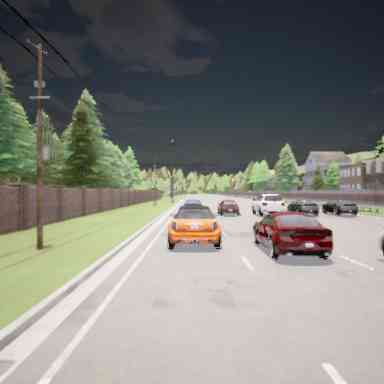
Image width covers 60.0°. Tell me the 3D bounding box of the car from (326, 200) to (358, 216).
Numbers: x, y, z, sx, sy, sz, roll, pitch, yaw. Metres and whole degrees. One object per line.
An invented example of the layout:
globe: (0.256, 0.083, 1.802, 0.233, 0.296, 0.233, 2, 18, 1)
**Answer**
car: (14.098, 1.487, 32.005, 2.128, 1.511, 4.902, 0, 0, 0)

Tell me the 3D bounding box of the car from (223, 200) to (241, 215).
car: (3.598, 1.522, 33.158, 1.812, 1.442, 4.674, 0, 0, 0)

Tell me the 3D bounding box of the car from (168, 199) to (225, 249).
car: (0.098, 1.350, 14.772, 2.097, 1.767, 4.553, 0, 0, 0)

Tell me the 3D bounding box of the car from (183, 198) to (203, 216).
car: (0.097, 1.474, 33.670, 1.882, 1.535, 5.008, 0, 0, 0)

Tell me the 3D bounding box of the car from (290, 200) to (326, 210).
car: (10.598, 1.488, 32.009, 2.128, 1.511, 4.902, 0, 0, 0)

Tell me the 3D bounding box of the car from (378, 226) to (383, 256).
car: (7.099, 1.220, 8.384, 2.150, 2.045, 5.566, 0, 0, 0)

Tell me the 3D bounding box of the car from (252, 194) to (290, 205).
car: (7.098, 1.218, 31.333, 2.150, 2.045, 5.566, 0, 0, 0)

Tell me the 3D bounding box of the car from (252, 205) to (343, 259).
car: (3.599, 1.476, 12.666, 1.882, 1.535, 5.008, 0, 0, 0)
